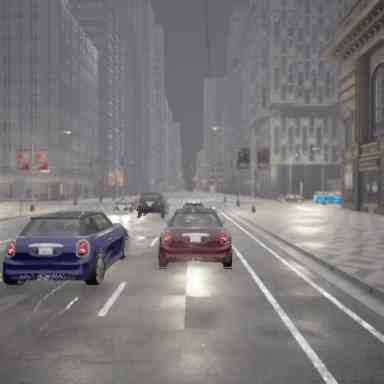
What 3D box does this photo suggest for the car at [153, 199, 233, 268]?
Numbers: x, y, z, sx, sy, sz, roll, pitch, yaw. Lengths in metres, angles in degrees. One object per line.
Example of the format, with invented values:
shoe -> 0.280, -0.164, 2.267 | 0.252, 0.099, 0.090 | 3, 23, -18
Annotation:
car -> 0.098, 1.269, 11.060 | 2.097, 1.767, 4.553 | 0, 0, 0

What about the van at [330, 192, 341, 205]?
van -> 21.456, 0.944, 45.106 | 3.998, 1.788, 1.690 | 0, 0, 0

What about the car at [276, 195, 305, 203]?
car -> 15.872, 1.112, 53.656 | 4.403, 1.369, 2.008 | 0, 0, 0

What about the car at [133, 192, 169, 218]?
car -> -3.152, 1.015, 27.552 | 2.150, 2.045, 5.566 | 0, 0, 0

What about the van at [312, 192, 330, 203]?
van -> 21.490, 0.890, 53.630 | 3.998, 1.788, 1.690 | 0, 0, 0

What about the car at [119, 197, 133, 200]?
car -> -6.502, 1.275, 33.095 | 2.128, 1.511, 4.902 | 0, 0, 0

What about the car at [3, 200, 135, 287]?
car -> -3.150, 1.282, 9.314 | 2.097, 1.767, 4.553 | 0, 0, 0
